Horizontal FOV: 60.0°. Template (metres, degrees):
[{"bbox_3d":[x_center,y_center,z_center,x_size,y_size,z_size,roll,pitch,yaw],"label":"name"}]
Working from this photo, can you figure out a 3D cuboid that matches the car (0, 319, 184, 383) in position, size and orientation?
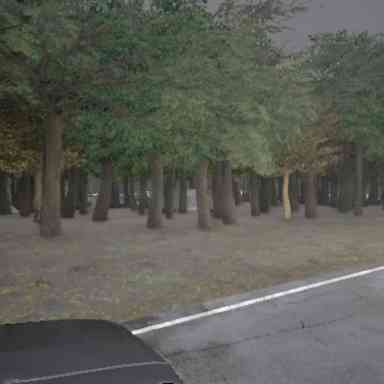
[{"bbox_3d":[-2.583,1.549,1.856,5.357,1.411,2.033,0,0,-35],"label":"car"}]
